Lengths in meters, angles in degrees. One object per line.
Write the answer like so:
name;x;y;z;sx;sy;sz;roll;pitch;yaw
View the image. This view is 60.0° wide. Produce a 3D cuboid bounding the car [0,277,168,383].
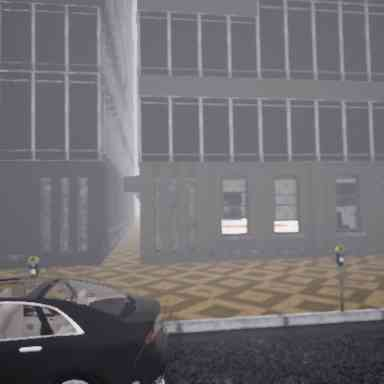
car;-2.503;1.772;3.914;4.403;1.369;2.008;-1;-2;-7
